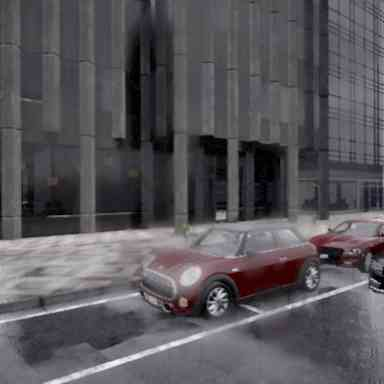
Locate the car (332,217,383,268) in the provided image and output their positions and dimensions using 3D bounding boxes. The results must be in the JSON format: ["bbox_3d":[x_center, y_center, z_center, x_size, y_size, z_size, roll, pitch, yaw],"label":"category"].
[{"bbox_3d":[5.486,1.512,10.505,4.507,1.381,1.887,0,0,-36],"label":"car"}]

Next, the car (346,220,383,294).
[{"bbox_3d":[5.857,1.458,7.482,4.902,1.511,2.128,0,0,-36],"label":"car"}]

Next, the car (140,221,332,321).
[{"bbox_3d":[0.913,1.433,7.204,4.097,1.590,1.967,0,0,-36],"label":"car"}]
